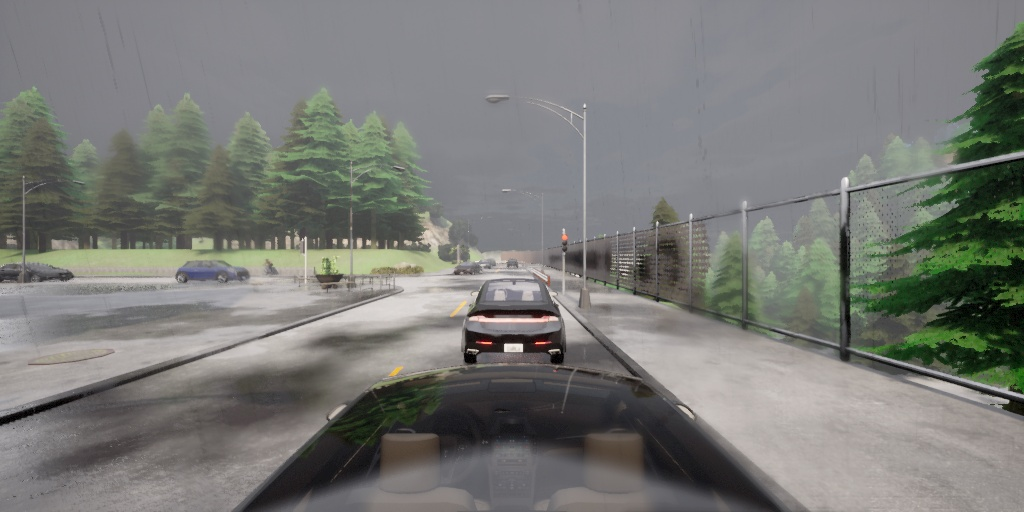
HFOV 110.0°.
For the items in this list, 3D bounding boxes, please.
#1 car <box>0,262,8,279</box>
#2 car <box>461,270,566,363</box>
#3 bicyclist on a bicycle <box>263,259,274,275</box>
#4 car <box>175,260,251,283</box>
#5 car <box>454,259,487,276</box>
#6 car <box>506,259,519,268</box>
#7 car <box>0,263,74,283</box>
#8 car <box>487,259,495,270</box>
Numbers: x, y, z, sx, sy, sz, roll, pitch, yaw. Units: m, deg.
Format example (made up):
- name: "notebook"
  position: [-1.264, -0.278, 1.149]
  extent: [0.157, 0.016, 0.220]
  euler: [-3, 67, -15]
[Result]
- name: "car"
  position: [-47.623, 1.276, 31.333]
  extent: [4.674, 1.442, 1.812]
  euler: [0, 0, 1]
- name: "car"
  position: [0.047, 1.241, 8.092]
  extent: [2.128, 1.511, 4.902]
  euler: [0, 0, 1]
- name: "bicyclist on a bicycle"
  position: [-24.155, 1.099, 35.572]
  extent: [0.582, 1.620, 1.656]
  euler: [0, 0, 0]
- name: "car"
  position: [-22.531, 1.102, 27.173]
  extent: [4.553, 1.767, 2.097]
  euler: [0, 0, 0]
- name: "car"
  position: [-4.520, 1.297, 37.751]
  extent: [2.033, 1.411, 5.357]
  euler: [0, 0, 9]
- name: "car"
  position: [0.102, 1.255, 62.701]
  extent: [1.837, 1.490, 4.892]
  euler: [0, 0, 0]
- name: "car"
  position: [-36.395, 1.254, 27.187]
  extent: [4.892, 1.490, 1.837]
  euler: [0, 0, 0]
- name: "car"
  position: [-4.091, 1.242, 53.929]
  extent: [2.128, 1.511, 4.902]
  euler: [0, 0, 0]
